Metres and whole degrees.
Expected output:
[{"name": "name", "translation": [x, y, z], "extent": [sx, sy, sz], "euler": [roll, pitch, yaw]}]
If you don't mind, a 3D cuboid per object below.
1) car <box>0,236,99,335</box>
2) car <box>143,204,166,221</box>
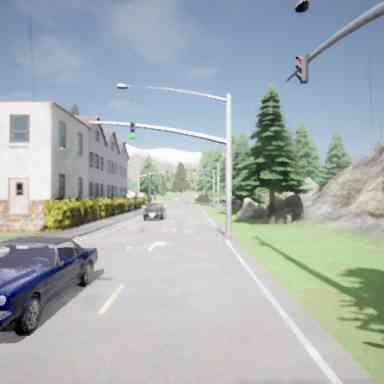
[{"name": "car", "translation": [-3.506, 1.692, 6.996], "extent": [1.895, 1.301, 4.718], "euler": [0, -1, 0]}, {"name": "car", "translation": [-3.533, 1.898, 31.947], "extent": [2.128, 1.511, 4.902], "euler": [0, -1, 0]}]
